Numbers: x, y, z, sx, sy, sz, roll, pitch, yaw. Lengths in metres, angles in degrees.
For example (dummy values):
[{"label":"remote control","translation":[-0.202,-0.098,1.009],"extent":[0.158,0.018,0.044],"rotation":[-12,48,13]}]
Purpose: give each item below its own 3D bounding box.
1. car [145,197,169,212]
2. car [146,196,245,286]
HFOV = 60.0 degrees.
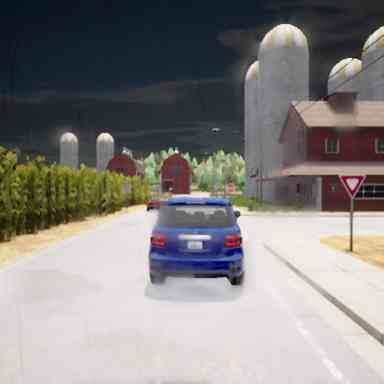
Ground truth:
[{"label":"car","translation":[-3.505,1.260,33.961],"extent":[1.895,1.301,4.718],"rotation":[0,1,0]},{"label":"car","translation":[0.217,1.127,9.338],"extent":[2.150,2.045,5.566],"rotation":[0,1,3]}]
